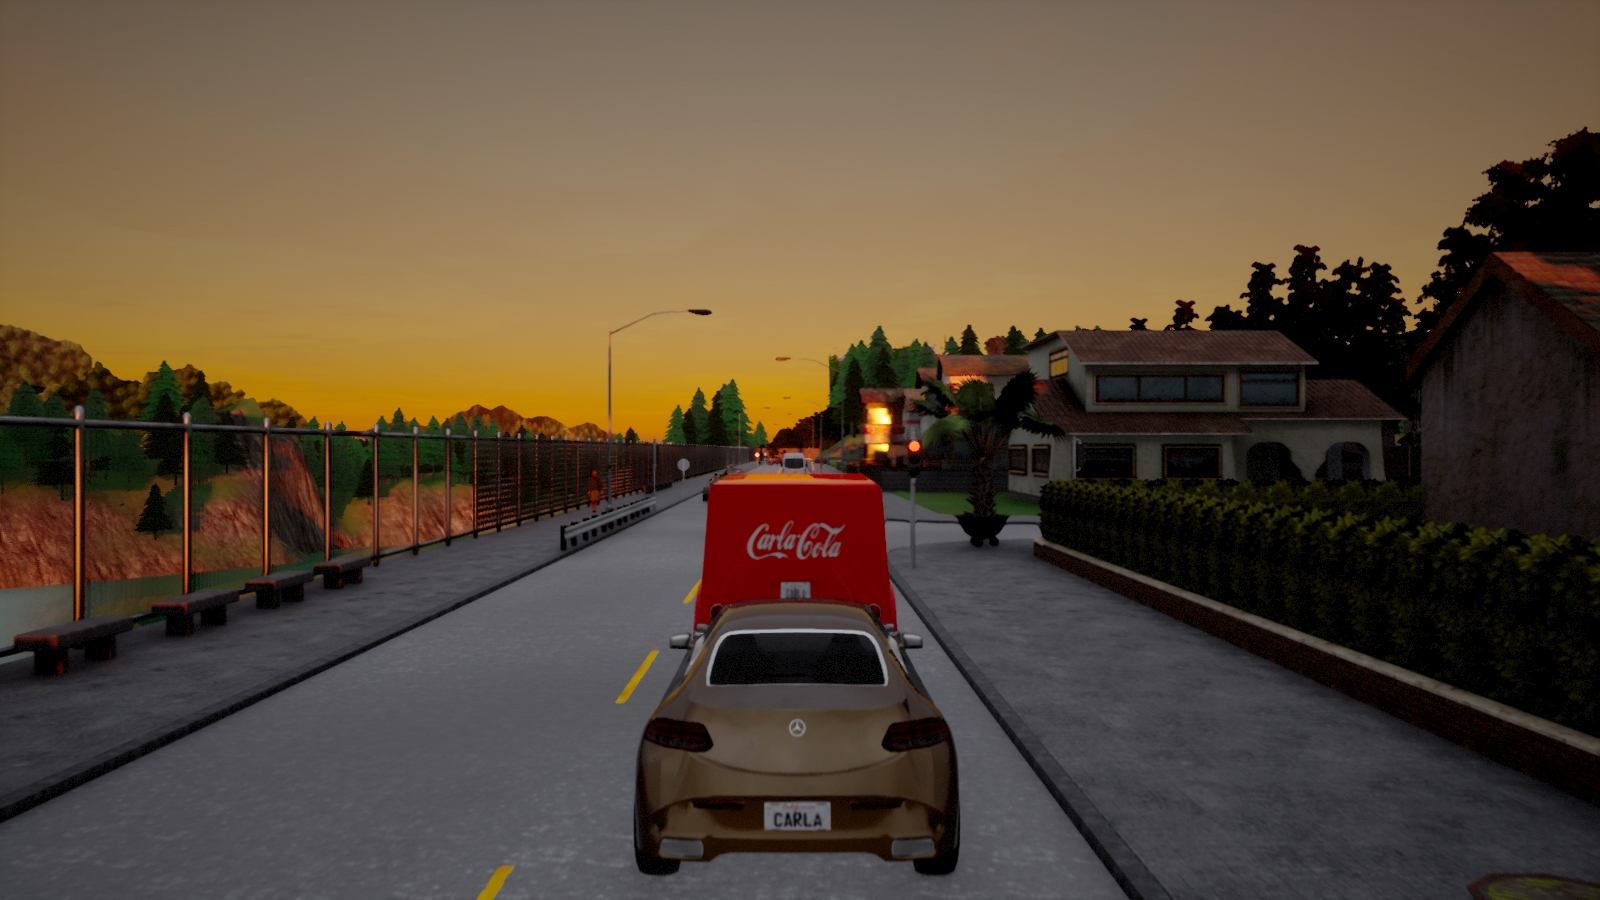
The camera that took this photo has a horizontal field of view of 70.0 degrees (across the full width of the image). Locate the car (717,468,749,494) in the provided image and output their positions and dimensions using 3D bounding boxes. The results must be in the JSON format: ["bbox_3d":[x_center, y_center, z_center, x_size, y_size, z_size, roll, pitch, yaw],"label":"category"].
[{"bbox_3d":[-4.370,1.999,75.101,1.851,1.617,3.988,0,0,0],"label":"car"}]

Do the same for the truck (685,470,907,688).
[{"bbox_3d":[-0.062,1.569,16.089,2.627,2.467,5.204,0,0,0],"label":"truck"}]

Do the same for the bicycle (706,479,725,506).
[{"bbox_3d":[-4.277,2.157,58.188,0.859,1.276,1.487,0,0,0],"label":"bicycle"}]

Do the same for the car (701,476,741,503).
[{"bbox_3d":[-4.310,2.155,63.146,1.895,1.301,4.718,0,0,0],"label":"car"}]

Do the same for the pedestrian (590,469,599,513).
[{"bbox_3d":[-8.694,1.744,48.395,0.375,1.860,0.375,0,0,-9],"label":"pedestrian"}]

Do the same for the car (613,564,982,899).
[{"bbox_3d":[-0.028,1.992,9.168,2.152,1.651,5.027,0,0,0],"label":"car"}]
